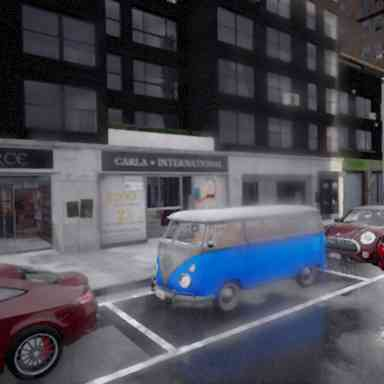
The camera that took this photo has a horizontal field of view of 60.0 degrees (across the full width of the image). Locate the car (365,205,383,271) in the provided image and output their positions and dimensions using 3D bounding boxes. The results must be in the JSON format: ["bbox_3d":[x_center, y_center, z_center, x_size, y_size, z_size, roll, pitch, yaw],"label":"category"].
[{"bbox_3d":[6.677,0.961,7.948,5.566,2.045,2.150,-2,1,-36],"label":"car"}]

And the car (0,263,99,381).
[{"bbox_3d":[-3.236,1.591,3.872,4.206,1.307,1.802,-2,1,-36],"label":"car"}]

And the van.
[{"bbox_3d":[1.133,1.210,7.052,3.998,1.788,1.690,-2,1,-36],"label":"van"}]

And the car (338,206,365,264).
[{"bbox_3d":[5.509,1.168,10.238,4.097,1.590,1.967,-2,1,-36],"label":"car"}]
